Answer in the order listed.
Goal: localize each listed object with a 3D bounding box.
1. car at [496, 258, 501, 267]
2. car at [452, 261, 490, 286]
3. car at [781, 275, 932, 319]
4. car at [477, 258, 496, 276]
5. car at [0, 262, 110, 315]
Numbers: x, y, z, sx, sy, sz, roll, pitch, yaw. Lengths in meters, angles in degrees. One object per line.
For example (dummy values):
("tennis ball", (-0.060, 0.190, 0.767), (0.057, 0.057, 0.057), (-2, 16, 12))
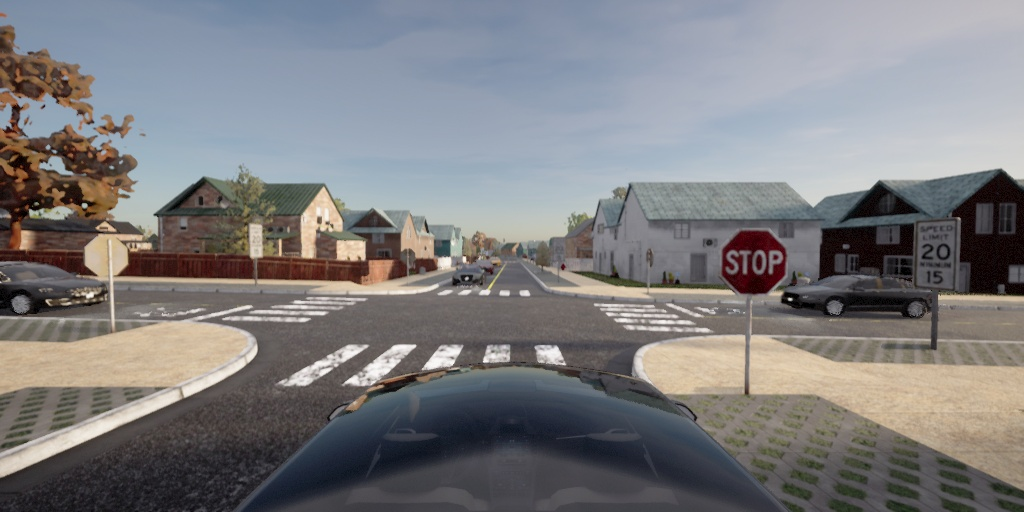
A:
("car", (-2.743, 1.000, 56.982), (1.882, 1.535, 5.008), (0, 0, 1))
("car", (-2.826, 1.227, 24.335), (1.994, 1.385, 4.181), (0, 0, 0))
("car", (13.215, 1.482, 13.852), (4.892, 1.490, 1.837), (1, 2, 1))
("car", (-2.828, 1.095, 35.835), (1.882, 1.535, 5.008), (0, 1, -1))
("car", (-15.791, 0.953, 11.383), (4.892, 1.490, 1.837), (1, 2, 1))
